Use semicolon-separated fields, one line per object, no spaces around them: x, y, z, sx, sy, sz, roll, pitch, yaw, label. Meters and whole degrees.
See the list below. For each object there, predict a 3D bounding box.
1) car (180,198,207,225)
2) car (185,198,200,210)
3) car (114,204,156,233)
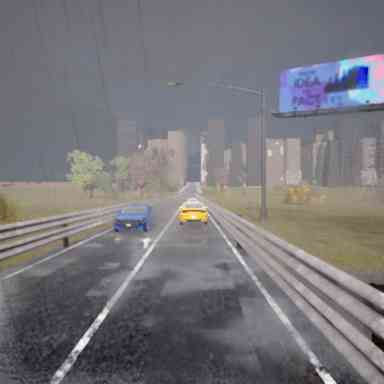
0.113;1.469;24.360;1.882;1.535;5.008;0;0;0;car
0.106;1.512;42.543;1.812;1.442;4.674;0;0;0;car
-3.302;1.471;19.915;1.882;1.535;5.008;0;0;1;car
